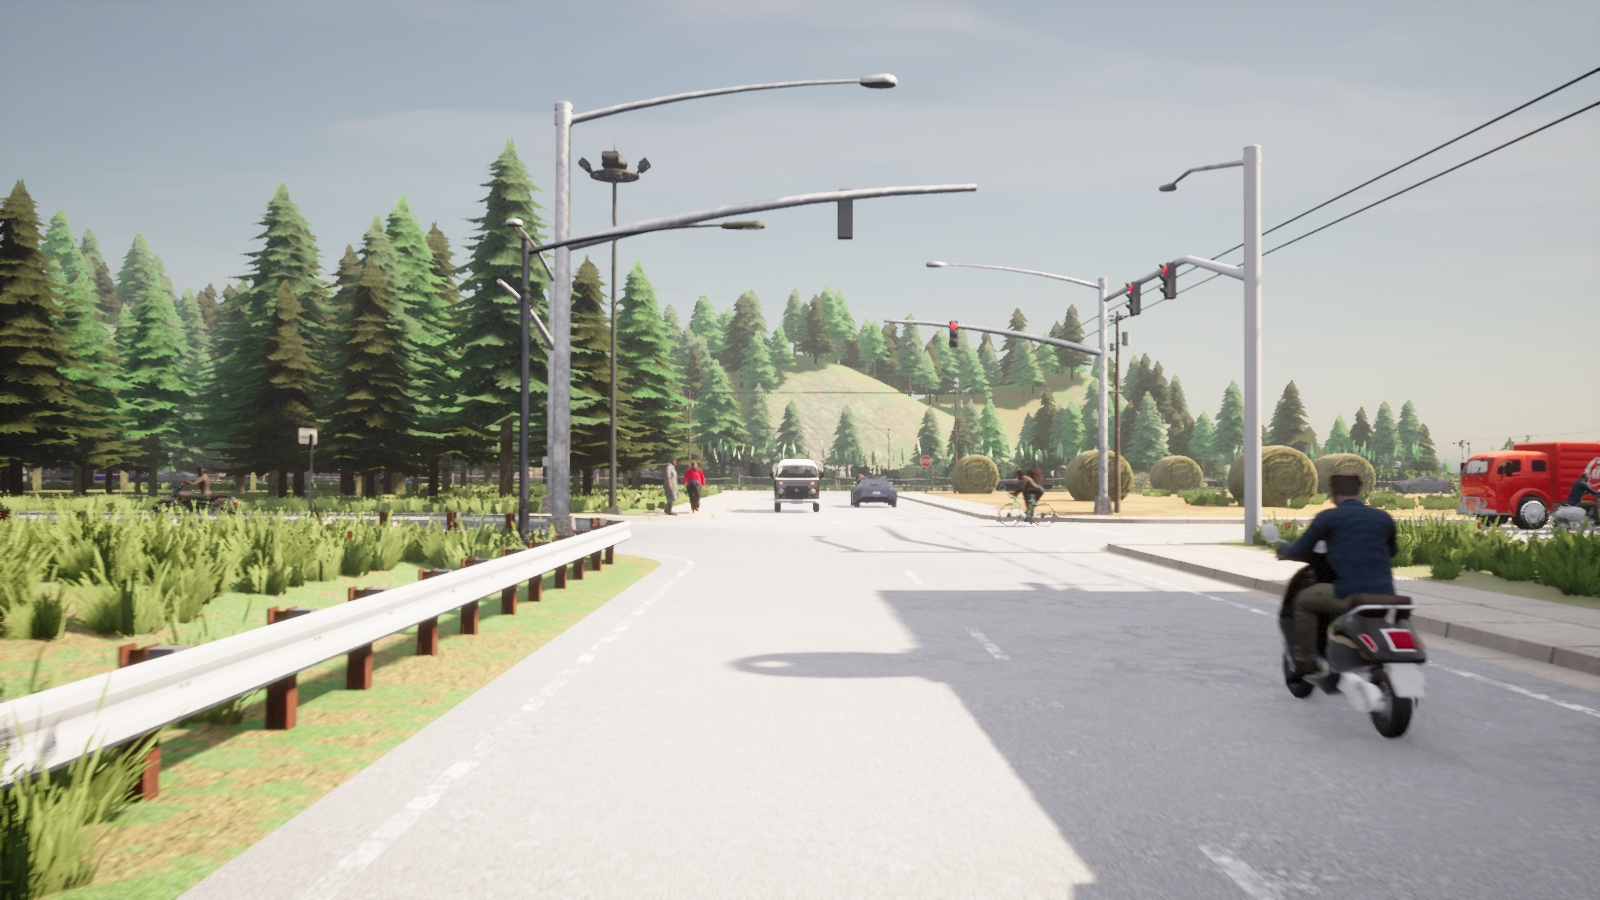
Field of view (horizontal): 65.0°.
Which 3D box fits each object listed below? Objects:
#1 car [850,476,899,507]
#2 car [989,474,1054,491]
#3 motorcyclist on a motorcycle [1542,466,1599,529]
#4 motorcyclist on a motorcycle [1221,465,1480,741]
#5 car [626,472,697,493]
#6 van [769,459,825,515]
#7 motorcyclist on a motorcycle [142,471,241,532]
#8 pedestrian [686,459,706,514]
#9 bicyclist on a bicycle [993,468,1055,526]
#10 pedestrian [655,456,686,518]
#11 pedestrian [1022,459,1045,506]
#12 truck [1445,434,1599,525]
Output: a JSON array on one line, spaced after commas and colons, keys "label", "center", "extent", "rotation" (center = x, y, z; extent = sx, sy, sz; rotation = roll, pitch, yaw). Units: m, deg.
[{"label": "car", "center": [3.367, 1.872, 57.435], "extent": [1.994, 1.385, 4.181], "rotation": [0, -1, 0]}, {"label": "car", "center": [16.934, 2.498, 96.268], "extent": [4.718, 1.301, 1.895], "rotation": [0, -1, 3]}, {"label": "motorcyclist on a motorcycle", "center": [20.116, 1.202, 32.071], "extent": [1.817, 1.590, 0.866], "rotation": [0, -1, -1]}, {"label": "motorcyclist on a motorcycle", "center": [3.481, 0.898, 8.162], "extent": [0.866, 1.590, 1.817], "rotation": [0, -1, 0]}, {"label": "car", "center": [-10.372, 2.446, 94.048], "extent": [5.008, 1.535, 1.882], "rotation": [-1, -1, 3]}, {"label": "van", "center": [-0.117, 1.398, 49.642], "extent": [2.069, 2.038, 4.480], "rotation": [0, 0, 0]}, {"label": "motorcyclist on a motorcycle", "center": [-16.848, 1.416, 34.812], "extent": [2.350, 1.649, 0.766], "rotation": [0, -1, -1]}, {"label": "pedestrian", "center": [-3.514, 1.226, 42.344], "extent": [0.634, 1.844, 0.899], "rotation": [0, -1, -6]}, {"label": "bicyclist on a bicycle", "center": [6.387, 1.352, 35.837], "extent": [1.656, 1.620, 0.582], "rotation": [-1, -4, 22]}, {"label": "pedestrian", "center": [-4.095, 1.174, 39.791], "extent": [0.873, 1.952, 0.659], "rotation": [0, -1, 3]}, {"label": "pedestrian", "center": [9.172, 1.269, 49.375], "extent": [0.634, 1.844, 0.899], "rotation": [0, -1, -5]}, {"label": "truck", "center": [21.566, 0.836, 35.609], "extent": [5.204, 2.467, 2.627], "rotation": [0, -1, -1]}]
